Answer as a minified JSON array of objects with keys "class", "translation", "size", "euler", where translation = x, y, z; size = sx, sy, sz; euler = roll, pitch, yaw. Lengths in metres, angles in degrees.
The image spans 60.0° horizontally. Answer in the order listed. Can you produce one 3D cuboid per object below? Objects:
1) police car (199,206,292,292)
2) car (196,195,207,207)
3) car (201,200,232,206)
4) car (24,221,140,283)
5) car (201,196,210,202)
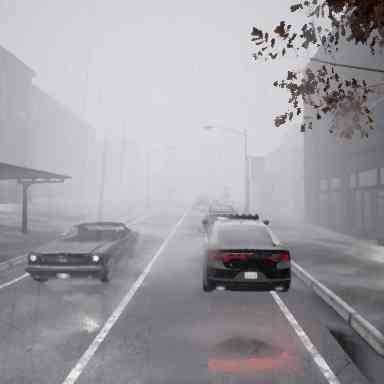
[{"class":"police car","translation":[1.236,1.412,9.072],"size":[1.930,1.638,5.238],"euler":[0,0,2]},{"class":"car","translation":[1.529,1.394,45.867],"size":[1.895,1.301,4.718],"euler":[0,0,2]},{"class":"car","translation":[1.586,1.438,18.966],"size":[1.837,1.490,4.892],"euler":[0,0,2]},{"class":"car","translation":[-2.861,1.587,9.743],"size":[1.895,1.301,4.718],"euler":[0,0,2]},{"class":"car","translation":[1.803,1.349,25.158],"size":[1.801,1.575,5.366],"euler":[0,0,2]}]
